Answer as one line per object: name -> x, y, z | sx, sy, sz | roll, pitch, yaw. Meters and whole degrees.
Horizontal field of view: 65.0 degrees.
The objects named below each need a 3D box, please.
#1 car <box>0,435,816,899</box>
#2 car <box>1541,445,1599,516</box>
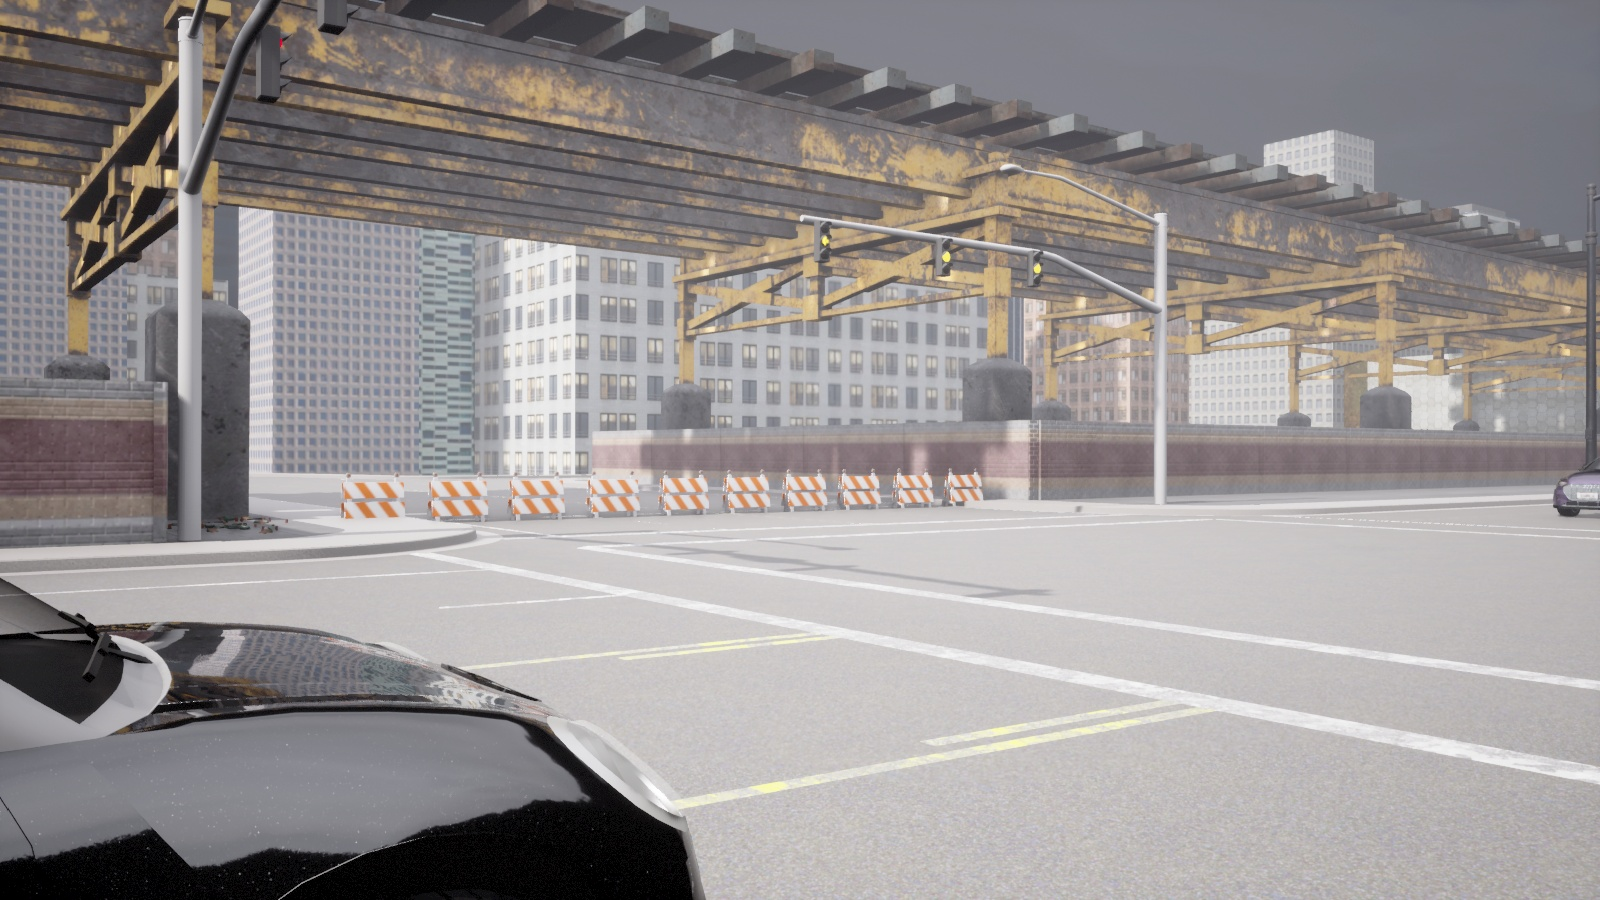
car -> -2.093, 0.720, 2.202 | 3.806, 1.475, 1.970 | 0, 0, -35
car -> 20.333, 0.707, 30.642 | 4.856, 1.649, 2.033 | 0, 0, -35
